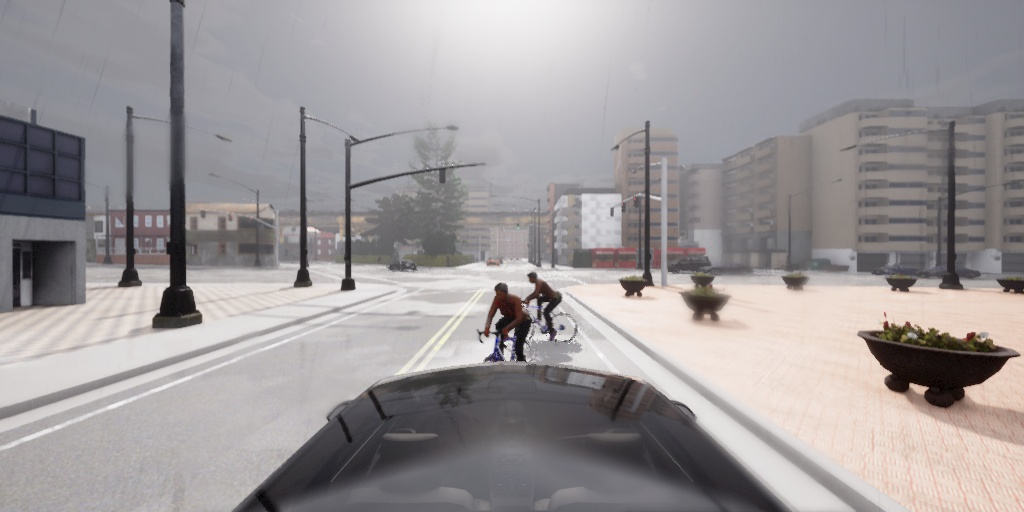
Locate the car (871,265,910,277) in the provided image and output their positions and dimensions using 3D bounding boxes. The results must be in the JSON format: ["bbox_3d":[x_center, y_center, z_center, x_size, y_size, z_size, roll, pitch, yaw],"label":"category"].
[{"bbox_3d":[45.118,1.753,42.241,4.181,1.385,1.994,1,0,0],"label":"car"}]

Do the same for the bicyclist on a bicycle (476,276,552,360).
[{"bbox_3d":[-0.069,1.188,5.104,0.582,1.620,1.656,0,1,29],"label":"bicyclist on a bicycle"}]

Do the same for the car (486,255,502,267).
[{"bbox_3d":[-3.295,0.931,62.227,2.097,1.767,4.553,0,0,1],"label":"car"}]

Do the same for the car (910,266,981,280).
[{"bbox_3d":[47.068,1.775,38.729,5.357,1.411,2.033,1,0,0],"label":"car"}]

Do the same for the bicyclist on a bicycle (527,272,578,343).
[{"bbox_3d":[0.639,1.173,8.068,1.656,1.620,0.582,-1,0,2],"label":"bicyclist on a bicycle"}]

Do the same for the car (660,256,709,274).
[{"bbox_3d":[20.515,1.050,42.226,5.566,2.045,2.150,1,0,0],"label":"car"}]

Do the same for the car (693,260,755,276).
[{"bbox_3d":[23.081,1.421,38.735,5.357,1.411,2.033,1,0,0],"label":"car"}]

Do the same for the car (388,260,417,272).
[{"bbox_3d":[-13.444,1.148,43.965,4.674,1.442,1.812,0,0,43],"label":"car"}]
